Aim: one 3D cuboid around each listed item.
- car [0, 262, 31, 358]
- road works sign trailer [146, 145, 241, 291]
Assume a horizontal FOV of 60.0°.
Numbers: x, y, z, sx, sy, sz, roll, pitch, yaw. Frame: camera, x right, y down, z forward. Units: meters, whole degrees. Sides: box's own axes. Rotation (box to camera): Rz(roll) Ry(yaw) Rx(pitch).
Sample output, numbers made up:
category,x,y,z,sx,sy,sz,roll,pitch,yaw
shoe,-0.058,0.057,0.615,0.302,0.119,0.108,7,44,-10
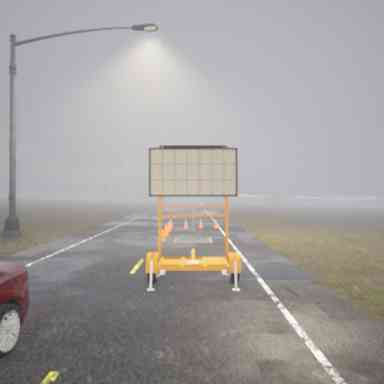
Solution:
category,x,y,z,sx,sy,sz,roll,pitch,yaw
car,-3.484,1.503,3.209,1.882,1.535,5.008,0,0,0
road works sign trailer,0.036,0.526,9.171,2.380,3.560,2.880,0,0,0
